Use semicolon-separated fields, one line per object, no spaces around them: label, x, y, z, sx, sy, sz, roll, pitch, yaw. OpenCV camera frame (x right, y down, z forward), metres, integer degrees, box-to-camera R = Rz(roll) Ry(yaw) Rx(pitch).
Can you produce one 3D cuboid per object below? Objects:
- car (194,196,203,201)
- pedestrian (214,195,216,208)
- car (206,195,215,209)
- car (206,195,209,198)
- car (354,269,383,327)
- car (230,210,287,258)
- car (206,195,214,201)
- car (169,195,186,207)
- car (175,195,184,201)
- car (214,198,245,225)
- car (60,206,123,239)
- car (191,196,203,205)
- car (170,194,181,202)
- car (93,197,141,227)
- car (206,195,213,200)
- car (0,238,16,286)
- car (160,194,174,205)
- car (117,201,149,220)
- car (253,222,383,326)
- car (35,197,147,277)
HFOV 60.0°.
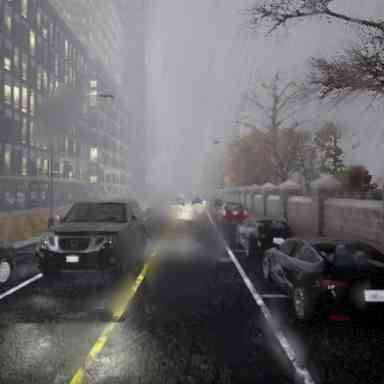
car;1.556;1.508;78.576;1.895;1.301;4.718;0;0;2
pedestrian;3.338;1.316;47.728;0.375;1.860;0.375;0;0;1
car;3.269;1.526;44.790;1.837;1.490;4.892;0;0;1
car;3.736;1.576;63.427;1.887;1.381;4.507;0;0;2
car;2.712;1.546;1.345;1.887;1.381;4.507;0;0;0
car;2.754;1.572;12.641;1.947;1.339;4.313;0;0;0
car;4.582;1.589;85.974;1.887;1.381;4.507;0;0;2
car;-2.123;1.550;52.032;1.812;1.442;4.674;0;0;2
car;-3.370;1.596;91.099;2.008;1.369;4.403;0;0;2
car;2.865;1.451;23.931;1.967;1.590;4.097;0;0;1
car;-5.227;1.558;17.974;2.008;1.369;4.403;0;0;0
car;0.851;1.553;57.678;1.812;1.442;4.674;0;0;2
car;-3.850;1.354;79.864;2.192;1.841;5.009;0;0;2
car;-5.165;1.324;23.604;2.192;1.841;5.009;0;0;1
car;4.832;1.613;91.610;1.947;1.339;4.313;0;0;3
car;-5.302;1.553;6.718;2.008;1.369;4.403;0;0;0
car;-4.475;1.571;57.370;1.887;1.381;4.507;0;0;2
car;-5.089;1.563;29.239;2.008;1.369;4.403;0;0;1
car;2.725;1.569;6.991;1.947;1.339;4.313;0;0;0
car;-2.811;1.226;10.632;2.150;2.045;5.566;0;0;0
